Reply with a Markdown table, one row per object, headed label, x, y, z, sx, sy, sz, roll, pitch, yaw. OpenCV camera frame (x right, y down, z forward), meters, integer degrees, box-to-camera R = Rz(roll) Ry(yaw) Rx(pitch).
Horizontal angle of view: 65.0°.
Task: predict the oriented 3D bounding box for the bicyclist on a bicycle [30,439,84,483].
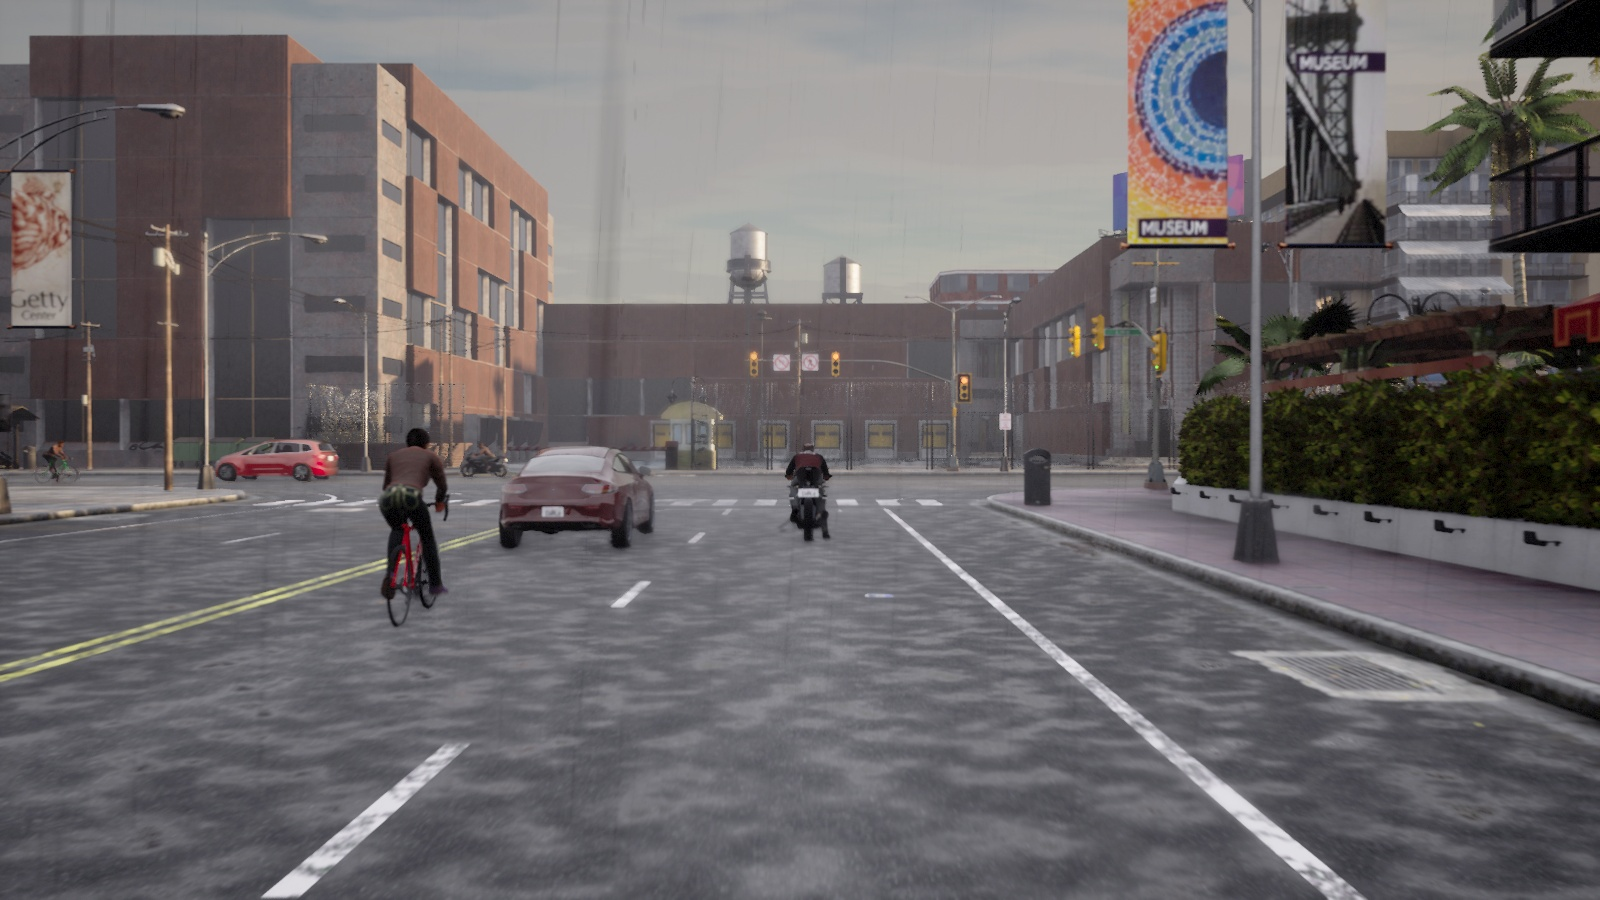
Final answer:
| label | x | y | z | sx | sy | sz | roll | pitch | yaw |
| --- | --- | --- | --- | --- | --- | --- | --- | --- | --- |
| bicyclist on a bicycle | -27.585 | 0.414 | 46.639 | 1.656 | 1.620 | 0.582 | 0 | 0 | 1 |

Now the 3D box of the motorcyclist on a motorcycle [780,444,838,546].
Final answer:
| label | x | y | z | sx | sy | sz | roll | pitch | yaw |
| --- | --- | --- | --- | --- | --- | --- | --- | --- | --- |
| motorcyclist on a motorcycle | 0.131 | 0.669 | 19.887 | 0.866 | 1.530 | 2.191 | 0 | 0 | 0 |

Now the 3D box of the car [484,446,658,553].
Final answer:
| label | x | y | z | sx | sy | sz | roll | pitch | yaw |
| --- | --- | --- | --- | --- | --- | --- | --- | --- | --- |
| car | -3.360 | 0.661 | 19.296 | 1.812 | 1.442 | 4.674 | 0 | 0 | 0 |

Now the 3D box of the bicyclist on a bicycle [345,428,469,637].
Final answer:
| label | x | y | z | sx | sy | sz | roll | pitch | yaw |
| --- | --- | --- | --- | --- | --- | --- | --- | --- | --- |
| bicyclist on a bicycle | -3.310 | 0.634 | 10.715 | 0.582 | 1.620 | 1.656 | 0 | 2 | -2 |

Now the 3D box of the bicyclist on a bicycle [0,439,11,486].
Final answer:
| label | x | y | z | sx | sy | sz | roll | pitch | yaw |
| --- | --- | --- | --- | --- | --- | --- | --- | --- | --- |
| bicyclist on a bicycle | -28.159 | 0.417 | 43.162 | 1.509 | 1.612 | 0.866 | 0 | 0 | 1 |

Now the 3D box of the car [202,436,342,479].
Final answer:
| label | x | y | z | sx | sy | sz | roll | pitch | yaw |
| --- | --- | --- | --- | --- | --- | --- | --- | --- | --- |
| car | -20.982 | 0.292 | 50.035 | 4.611 | 1.667 | 2.242 | 0 | 0 | 1 |

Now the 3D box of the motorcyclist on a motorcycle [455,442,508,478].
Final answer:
| label | x | y | z | sx | sy | sz | roll | pitch | yaw |
| --- | --- | --- | --- | --- | --- | --- | --- | --- | --- |
| motorcyclist on a motorcycle | -13.551 | 0.417 | 53.427 | 2.044 | 1.523 | 0.797 | 0 | 0 | 1 |
